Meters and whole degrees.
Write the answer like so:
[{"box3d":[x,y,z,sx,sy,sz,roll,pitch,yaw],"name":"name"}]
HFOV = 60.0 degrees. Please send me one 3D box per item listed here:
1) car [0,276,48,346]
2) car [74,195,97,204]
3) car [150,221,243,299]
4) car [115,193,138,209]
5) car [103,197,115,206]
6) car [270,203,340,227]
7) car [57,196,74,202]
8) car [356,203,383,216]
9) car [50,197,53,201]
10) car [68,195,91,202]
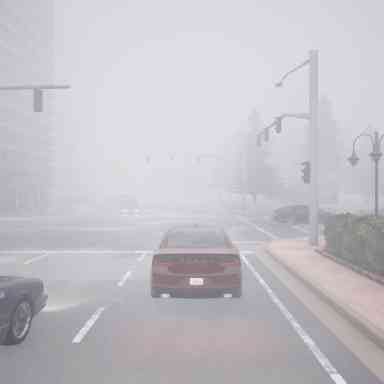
[{"box3d":[-3.428,1.548,3.308,2.033,1.411,5.357,0,0,0],"name":"car"},{"box3d":[-20.100,1.498,64.061,4.902,1.511,2.128,0,0,43],"name":"car"},{"box3d":[0.094,1.479,8.535,1.882,1.535,5.008,0,0,0],"name":"car"},{"box3d":[-9.042,1.226,46.688,2.150,2.045,5.566,0,0,-20],"name":"car"},{"box3d":[-13.414,1.553,56.040,2.033,1.411,5.357,0,0,-33],"name":"car"},{"box3d":[7.920,1.564,22.950,4.892,1.490,1.837,0,0,0],"name":"car"},{"box3d":[-27.152,1.547,73.159,5.357,1.411,2.033,0,0,24],"name":"car"},{"box3d":[15.618,1.584,26.568,4.674,1.442,1.812,0,0,0],"name":"car"},{"box3d":[-35.598,1.476,79.845,4.181,1.385,1.994,0,0,9],"name":"car"},{"box3d":[-25.773,1.486,76.368,5.008,1.535,1.882,0,0,24],"name":"car"}]
